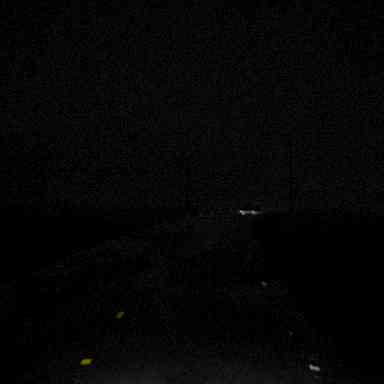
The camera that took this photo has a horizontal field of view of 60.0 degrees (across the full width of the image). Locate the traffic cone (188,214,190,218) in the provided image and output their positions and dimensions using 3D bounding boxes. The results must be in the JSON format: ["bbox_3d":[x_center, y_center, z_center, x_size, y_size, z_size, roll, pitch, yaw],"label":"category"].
[{"bbox_3d":[-0.287,2.242,31.928,0.340,0.580,0.340,0,-1,14],"label":"traffic cone"}]

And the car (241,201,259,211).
[{"bbox_3d":[9.479,2.191,54.097,2.097,1.767,4.553,-1,-2,23],"label":"car"}]

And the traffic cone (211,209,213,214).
[{"bbox_3d":[2.475,2.446,41.744,0.340,0.580,0.340,-1,-2,18],"label":"traffic cone"}]
